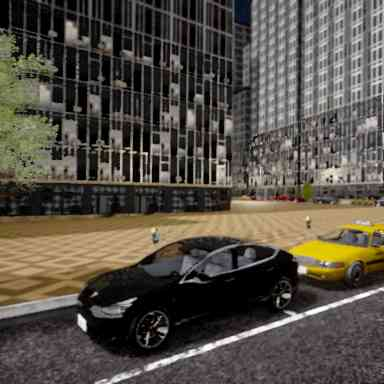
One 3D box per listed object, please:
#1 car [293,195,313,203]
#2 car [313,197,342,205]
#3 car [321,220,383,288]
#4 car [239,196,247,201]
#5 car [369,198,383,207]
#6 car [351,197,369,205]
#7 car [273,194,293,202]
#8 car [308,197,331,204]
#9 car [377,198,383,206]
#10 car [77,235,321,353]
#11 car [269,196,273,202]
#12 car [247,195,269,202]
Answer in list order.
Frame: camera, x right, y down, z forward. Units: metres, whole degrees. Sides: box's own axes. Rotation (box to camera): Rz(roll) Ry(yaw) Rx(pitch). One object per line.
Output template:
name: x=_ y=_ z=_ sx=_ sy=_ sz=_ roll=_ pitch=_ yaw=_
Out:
car: x=21.247 y=1.422 z=61.301 sx=1.967 sy=1.590 sz=4.097 roll=1 pitch=-1 yaw=-21
car: x=23.273 y=1.509 z=56.088 sx=2.008 sy=1.369 sz=4.403 roll=1 pitch=-1 yaw=-21
car: x=4.578 y=1.493 z=9.148 sx=4.829 sy=1.417 sz=1.752 roll=0 pitch=1 yaw=-34
car: x=13.198 y=1.599 z=81.987 sx=1.752 sy=1.417 sz=4.829 roll=1 pitch=-1 yaw=-21
car: x=27.327 y=1.463 z=45.665 sx=2.008 sy=1.369 sz=4.403 roll=1 pitch=-1 yaw=-21
car: x=30.549 y=1.606 z=59.117 sx=1.752 sy=1.417 sz=4.829 roll=1 pitch=-1 yaw=-21
car: x=22.500 y=1.488 z=79.816 sx=2.192 sy=1.841 sz=5.009 roll=1 pitch=-1 yaw=-21
car: x=26.554 y=1.677 z=69.386 sx=2.008 sy=1.369 sz=4.403 roll=1 pitch=-1 yaw=-21
car: x=32.639 y=1.608 z=53.745 sx=2.008 sy=1.369 sz=4.403 roll=1 pitch=-1 yaw=-21
car: x=0.167 y=1.550 z=6.159 sx=4.313 sy=1.339 sz=1.947 roll=0 pitch=1 yaw=-35
car: x=20.469 y=1.778 z=85.028 sx=1.802 sy=1.307 sz=4.206 roll=1 pitch=-1 yaw=-21
car: x=15.164 y=1.491 z=76.935 sx=1.967 sy=1.590 sz=4.097 roll=1 pitch=-1 yaw=-21
